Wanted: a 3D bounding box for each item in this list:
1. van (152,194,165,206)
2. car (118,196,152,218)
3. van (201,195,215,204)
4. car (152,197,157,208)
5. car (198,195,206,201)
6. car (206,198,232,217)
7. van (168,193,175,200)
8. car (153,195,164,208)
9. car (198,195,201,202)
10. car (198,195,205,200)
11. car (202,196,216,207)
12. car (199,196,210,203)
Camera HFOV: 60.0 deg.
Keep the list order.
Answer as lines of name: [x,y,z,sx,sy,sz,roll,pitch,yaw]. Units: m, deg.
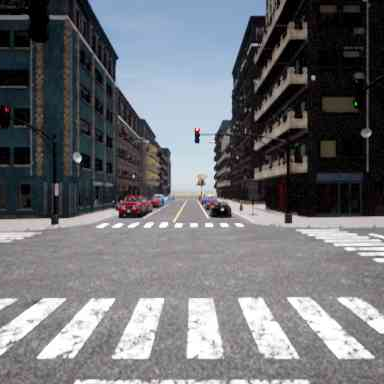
van: [-5.288,1.295,52.548,1.690,1.788,3.998,0,0,0]
car: [-5.299,1.293,30.340,2.192,1.841,5.009,0,0,0]
van: [2.590,1.301,46.993,1.690,1.788,3.998,0,0,0]
car: [-5.296,1.517,35.892,1.887,1.381,4.507,0,0,0]
car: [2.608,1.454,85.857,1.887,1.381,4.507,0,0,0]
car: [2.581,1.544,30.337,1.947,1.339,4.313,0,0,0]
van: [-5.271,1.251,85.860,1.690,1.788,3.998,0,0,0]
car: [-5.291,1.505,46.996,1.887,1.381,4.507,0,0,0]
car: [2.595,1.388,58.096,1.967,1.590,4.097,0,0,0]
car: [2.611,1.445,91.409,1.887,1.381,4.507,0,0,0]
car: [2.587,1.549,41.441,1.802,1.307,4.206,0,0,0]
car: [2.600,1.484,69.201,2.008,1.369,4.403,0,0,0]
